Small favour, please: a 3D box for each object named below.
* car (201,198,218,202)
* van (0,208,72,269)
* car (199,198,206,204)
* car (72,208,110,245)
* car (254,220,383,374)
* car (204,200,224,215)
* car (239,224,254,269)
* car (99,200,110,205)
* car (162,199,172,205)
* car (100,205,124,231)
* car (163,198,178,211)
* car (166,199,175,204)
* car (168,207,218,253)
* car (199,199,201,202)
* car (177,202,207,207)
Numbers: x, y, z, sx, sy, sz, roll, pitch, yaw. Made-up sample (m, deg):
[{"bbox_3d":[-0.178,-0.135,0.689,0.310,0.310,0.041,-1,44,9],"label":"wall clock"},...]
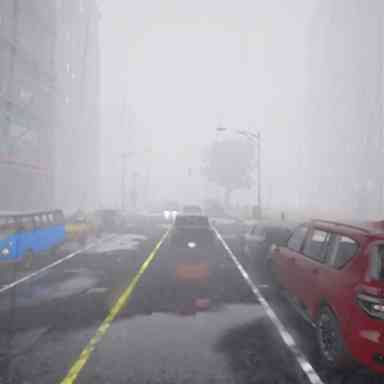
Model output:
[{"bbox_3d":[2.690,1.754,44.323,2.192,1.841,5.009,0,-1,0],"label":"car"},{"bbox_3d":[-5.688,1.447,11.186,1.690,1.788,3.998,0,-1,0],"label":"van"},{"bbox_3d":[2.686,2.434,87.942,1.752,1.417,4.829,0,-1,0],"label":"car"},{"bbox_3d":[-5.689,1.683,16.538,1.752,1.417,4.829,0,-1,0],"label":"car"},{"bbox_3d":[2.693,1.369,5.665,2.192,1.841,5.009,0,-1,0],"label":"car"},{"bbox_3d":[2.690,1.948,38.798,1.947,1.339,4.313,0,-1,0],"label":"car"},{"bbox_3d":[2.692,1.672,11.184,1.947,1.339,4.313,0,-1,0],"label":"car"},{"bbox_3d":[-16.429,1.914,57.303,4.403,1.369,2.008,1,-1,-1],"label":"car"},{"bbox_3d":[-5.693,2.333,76.707,2.008,1.369,4.403,0,-1,0],"label":"car"},{"bbox_3d":[-5.690,1.780,22.230,1.947,1.339,4.313,0,-1,0],"label":"car"},{"bbox_3d":[-3.006,1.985,49.442,2.128,1.511,4.902,0,-1,0],"label":"car"},{"bbox_3d":[-5.694,2.457,87.772,2.008,1.369,4.403,0,-1,0],"label":"car"},{"bbox_3d":[0.003,1.644,14.303,1.837,1.490,4.892,0,0,0],"label":"car"},{"bbox_3d":[2.687,2.327,76.707,1.887,1.381,4.507,0,-1,0],"label":"car"},{"bbox_3d":[-0.001,1.830,28.991,2.033,1.411,5.357,0,-1,0],"label":"car"}]
